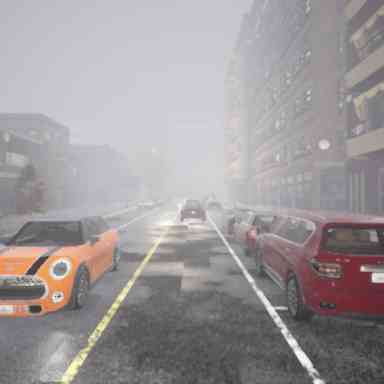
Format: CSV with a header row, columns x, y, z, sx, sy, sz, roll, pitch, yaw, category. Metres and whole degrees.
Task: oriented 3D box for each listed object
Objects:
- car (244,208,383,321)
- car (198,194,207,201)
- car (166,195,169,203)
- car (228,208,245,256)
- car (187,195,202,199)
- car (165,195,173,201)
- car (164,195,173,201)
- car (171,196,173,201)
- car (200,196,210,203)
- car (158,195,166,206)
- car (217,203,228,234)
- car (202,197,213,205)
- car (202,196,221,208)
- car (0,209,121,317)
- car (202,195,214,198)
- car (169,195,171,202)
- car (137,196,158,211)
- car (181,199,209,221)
x,y,z,sx,sy,sz,roll,pitch,yaw,category
2.705,1.307,7.142,2.192,1.841,5.009,1,0,0,car
2.727,1.374,86.752,1.967,1.590,4.097,1,0,0,car
-5.659,1.387,58.261,1.967,1.590,4.097,1,0,0,car
2.701,1.426,12.828,1.967,1.590,4.097,1,0,0,car
0.087,1.434,46.152,1.882,1.535,5.008,0,0,0,car
-5.838,1.459,86.525,1.752,1.417,4.829,1,0,0,car
-5.667,1.487,81.008,2.008,1.369,4.403,1,0,0,car
-5.666,1.504,75.320,1.947,1.339,4.313,1,0,0,car
2.683,1.507,69.695,1.947,1.339,4.313,1,0,0,car
-5.657,1.391,52.573,1.967,1.590,4.097,1,0,0,car
2.697,1.546,18.516,1.947,1.339,4.313,1,0,0,car
2.686,1.530,58.322,1.802,1.307,4.206,1,0,0,car
2.691,1.511,41.261,2.008,1.369,4.403,1,0,0,car
-3.096,1.343,7.721,2.097,1.767,4.553,0,0,0,car
2.690,1.481,47.118,1.752,1.417,4.829,1,0,0,car
-5.663,1.526,63.947,1.802,1.307,4.206,1,0,0,car
-5.655,1.485,41.031,1.752,1.417,4.829,1,0,0,car
0.093,1.536,27.212,1.994,1.385,4.181,0,0,0,car
